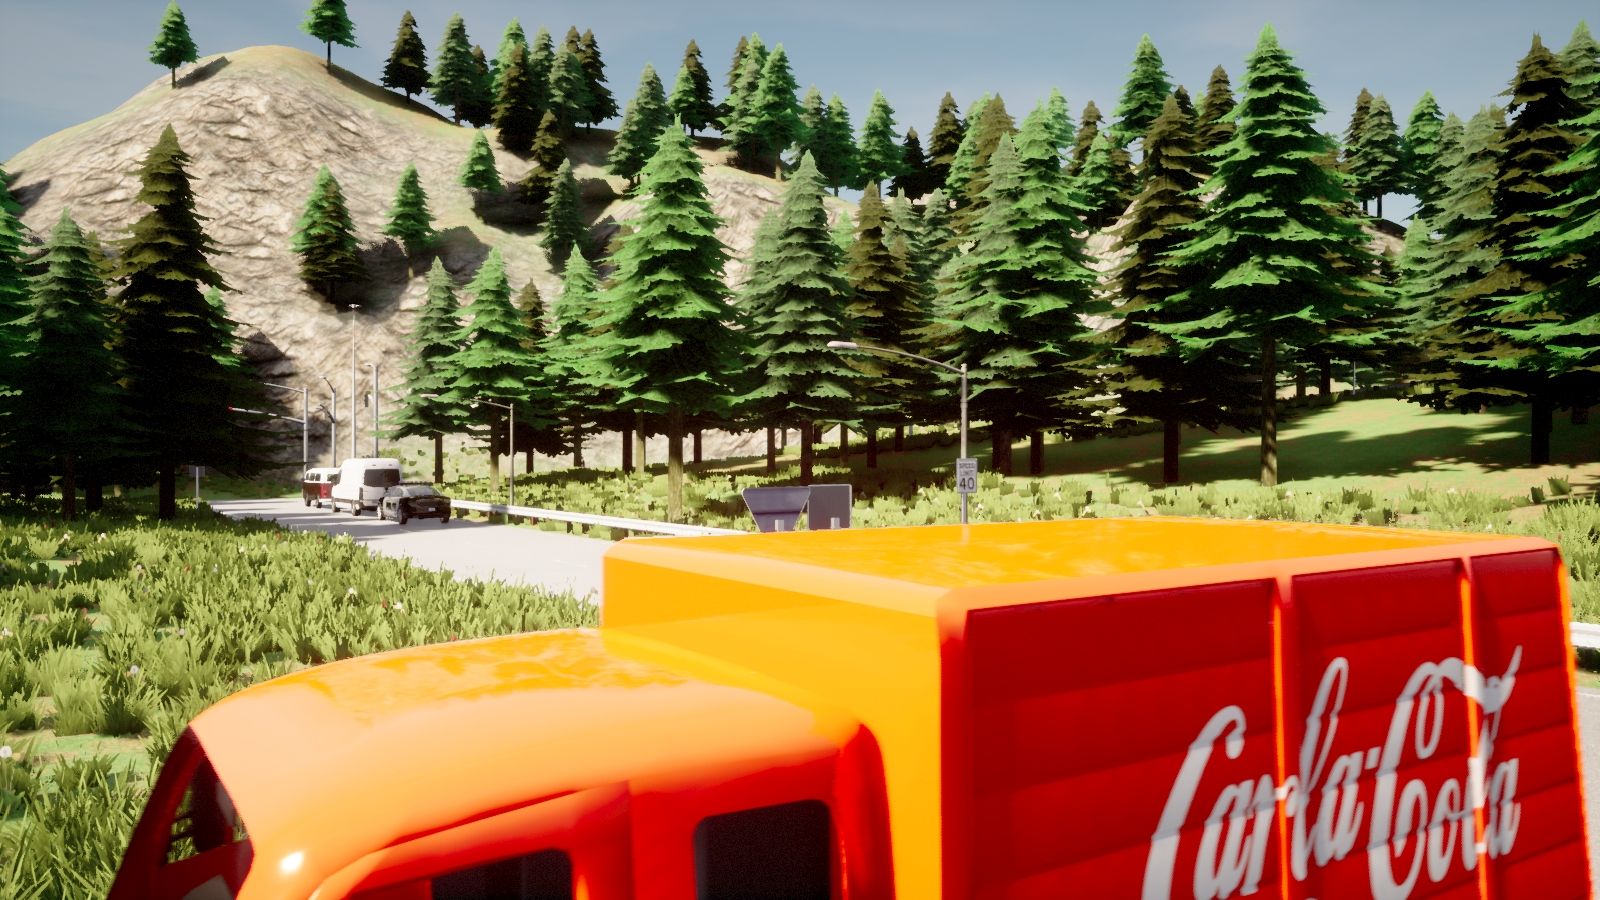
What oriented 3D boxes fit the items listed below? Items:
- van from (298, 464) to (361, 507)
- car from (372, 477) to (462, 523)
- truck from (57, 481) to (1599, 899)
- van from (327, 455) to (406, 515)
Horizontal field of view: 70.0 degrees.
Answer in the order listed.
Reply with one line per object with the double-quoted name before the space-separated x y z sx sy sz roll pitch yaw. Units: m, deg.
"van" -24.143 1.782 58.581 2.069 2.038 4.480 0 0 -35
"car" -15.723 1.982 46.760 2.097 1.638 5.238 0 0 -35
"truck" 0.444 1.423 4.124 5.204 2.467 2.627 0 0 -34
"van" -20.079 1.534 52.765 1.988 2.561 5.915 0 0 -35
